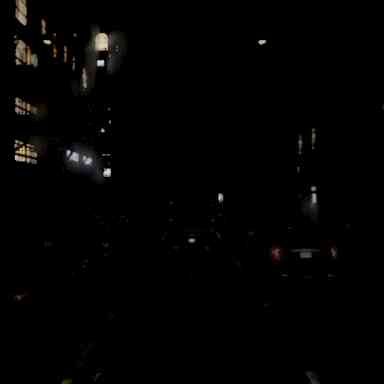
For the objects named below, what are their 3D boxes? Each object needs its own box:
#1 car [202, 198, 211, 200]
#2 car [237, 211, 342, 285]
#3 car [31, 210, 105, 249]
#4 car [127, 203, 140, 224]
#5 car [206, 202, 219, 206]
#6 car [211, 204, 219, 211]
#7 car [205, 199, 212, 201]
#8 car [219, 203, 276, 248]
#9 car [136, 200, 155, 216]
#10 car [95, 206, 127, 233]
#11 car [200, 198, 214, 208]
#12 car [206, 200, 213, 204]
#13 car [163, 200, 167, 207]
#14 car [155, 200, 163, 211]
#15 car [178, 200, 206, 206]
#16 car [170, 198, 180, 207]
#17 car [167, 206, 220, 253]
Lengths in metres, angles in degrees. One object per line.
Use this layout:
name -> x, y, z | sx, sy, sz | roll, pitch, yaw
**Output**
car -> 2.670, 2.077, 54.277 | 1.752, 1.417, 4.829 | 0, -1, 0
car -> 2.688, 1.533, 9.797 | 1.967, 1.590, 4.097 | 0, -1, 0
car -> -5.695, 1.711, 15.333 | 1.947, 1.339, 4.313 | 0, -1, 0
car -> -5.700, 1.805, 26.409 | 2.008, 1.369, 4.403 | 0, -1, 0
car -> 2.678, 1.877, 31.951 | 1.947, 1.339, 4.313 | 0, -1, 0
car -> 2.681, 1.836, 26.412 | 1.802, 1.307, 4.206 | 0, -1, 0
car -> 2.674, 1.996, 43.028 | 1.947, 1.339, 4.313 | 0, -1, 0
car -> 2.686, 1.460, 15.339 | 2.192, 1.841, 5.009 | 0, -1, 0
car -> -5.704, 1.811, 37.487 | 1.967, 1.590, 4.097 | 0, -1, 0
car -> -5.697, 1.749, 20.871 | 2.008, 1.369, 4.403 | 0, -1, 0
car -> 2.668, 1.924, 59.649 | 2.192, 1.841, 5.009 | 0, -1, 0
car -> 2.676, 1.922, 37.489 | 2.008, 1.369, 4.403 | 0, -1, 0
car -> -5.715, 2.192, 65.014 | 1.752, 1.417, 4.829 | 0, -1, 0
car -> -5.708, 1.930, 48.566 | 1.967, 1.590, 4.097 | 0, -1, 0
car -> -0.006, 1.764, 29.480 | 1.882, 1.535, 5.008 | 0, 0, 0
car -> -3.062, 2.004, 63.566 | 2.097, 1.767, 4.553 | 0, -1, 1
car -> 0.000, 1.615, 14.493 | 1.882, 1.535, 5.008 | 0, 0, 0
